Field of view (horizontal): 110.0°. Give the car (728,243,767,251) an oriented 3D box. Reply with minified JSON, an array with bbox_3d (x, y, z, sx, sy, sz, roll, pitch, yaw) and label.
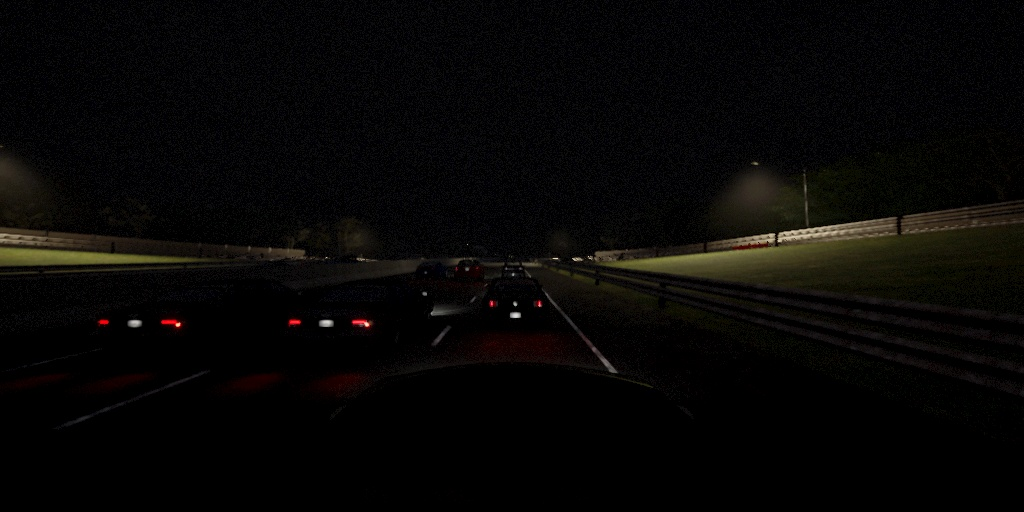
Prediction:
[{"bbox_3d":[30.565,-1.155,46.706,1.882,1.535,5.008,0,-4,-11],"label":"car"}]

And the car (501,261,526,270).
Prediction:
[{"bbox_3d":[0.100,1.178,29.452,2.128,1.511,4.902,0,0,0],"label":"car"}]

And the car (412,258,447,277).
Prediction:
[{"bbox_3d":[-6.899,1.160,31.091,1.882,1.535,5.008,0,0,0],"label":"car"}]

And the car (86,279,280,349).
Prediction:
[{"bbox_3d":[-6.900,1.280,9.069,2.033,1.411,5.357,0,0,0],"label":"car"}]

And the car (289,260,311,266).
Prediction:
[{"bbox_3d":[-21.090,1.147,38.313,1.882,1.535,5.008,0,0,0],"label":"car"}]

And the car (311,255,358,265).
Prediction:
[{"bbox_3d":[-17.594,0.894,36.491,2.150,2.045,5.566,0,0,0],"label":"car"}]

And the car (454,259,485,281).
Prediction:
[{"bbox_3d":[-3.399,1.039,29.237,2.097,1.767,4.553,0,0,0],"label":"car"}]

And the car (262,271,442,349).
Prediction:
[{"bbox_3d":[-3.400,1.280,9.075,2.033,1.411,5.357,0,0,0],"label":"car"}]

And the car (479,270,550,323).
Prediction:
[{"bbox_3d":[0.101,1.327,12.007,1.895,1.301,4.718,0,0,0],"label":"car"}]

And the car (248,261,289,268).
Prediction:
[{"bbox_3d":[-24.595,1.220,36.553,2.033,1.411,5.357,0,0,0],"label":"car"}]
